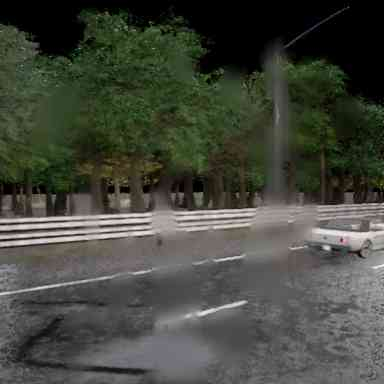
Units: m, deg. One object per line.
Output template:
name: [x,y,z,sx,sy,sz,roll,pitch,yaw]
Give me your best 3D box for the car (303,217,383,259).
car: [6.396,1.601,12.603,4.718,1.301,1.895,0,0,-35]
